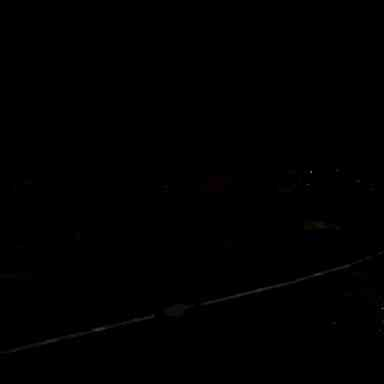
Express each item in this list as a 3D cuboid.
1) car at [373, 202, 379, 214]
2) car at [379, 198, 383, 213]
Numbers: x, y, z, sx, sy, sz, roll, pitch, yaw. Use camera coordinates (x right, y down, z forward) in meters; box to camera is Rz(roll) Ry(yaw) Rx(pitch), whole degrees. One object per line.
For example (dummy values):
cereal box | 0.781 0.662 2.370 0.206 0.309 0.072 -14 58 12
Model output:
car | 21.991 1.450 36.121 2.150 2.045 5.566 1 -1 1
car | 7.964 1.228 10.544 2.150 2.045 5.566 1 0 43
